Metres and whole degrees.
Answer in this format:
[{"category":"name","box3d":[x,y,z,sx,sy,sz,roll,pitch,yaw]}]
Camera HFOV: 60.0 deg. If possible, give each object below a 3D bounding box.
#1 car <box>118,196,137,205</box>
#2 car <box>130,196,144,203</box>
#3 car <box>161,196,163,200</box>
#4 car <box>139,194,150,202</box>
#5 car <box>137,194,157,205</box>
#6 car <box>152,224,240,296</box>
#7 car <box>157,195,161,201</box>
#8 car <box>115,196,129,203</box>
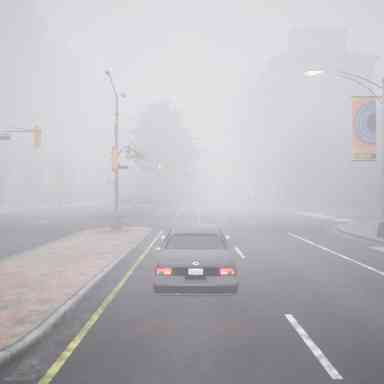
[{"category":"car","box3d":[-11.478,1.491,59.629,2.128,1.511,4.902,0,0,0]},{"category":"car","box3d":[-11.395,1.525,69.551,2.128,1.511,4.902,0,0,0]},{"category":"car","box3d":[-7.882,1.500,77.791,1.837,1.490,4.892,0,0,0]},{"category":"car","box3d":[-11.379,1.355,79.562,2.097,1.767,4.553,0,0,0]},{"category":"car","box3d":[-7.983,1.564,58.944,1.994,1.385,4.181,0,0,1]},{"category":"car","box3d":[0.087,1.547,8.782,2.033,1.411,5.357,0,0,0]},{"category":"car","box3d":[-7.916,1.526,67.462,1.812,1.442,4.674,0,0,1]},{"category":"car","box3d":[-14.644,1.595,69.433,1.895,1.301,4.718,0,0,0]}]
